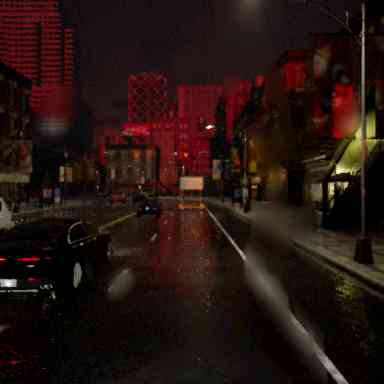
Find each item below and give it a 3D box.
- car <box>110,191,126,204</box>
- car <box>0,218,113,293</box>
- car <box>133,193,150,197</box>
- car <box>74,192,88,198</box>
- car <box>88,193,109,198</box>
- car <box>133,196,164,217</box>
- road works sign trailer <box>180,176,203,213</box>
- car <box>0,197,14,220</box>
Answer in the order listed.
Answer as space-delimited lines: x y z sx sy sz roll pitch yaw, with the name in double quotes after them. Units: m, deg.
-11.674 0.791 52.599 2.150 2.045 5.566 0 0 -14 "car"
-3.417 1.433 8.633 1.837 1.490 4.892 0 0 0 "car"
-8.477 1.035 53.969 1.882 1.535 5.008 0 0 -15 "car"
-29.403 0.795 88.919 4.674 1.452 2.002 0 0 20 "car"
-24.096 0.886 86.757 4.718 1.301 1.895 0 1 30 "car"
-3.444 1.316 28.142 2.033 1.411 5.357 0 0 0 "car"
-0.054 0.189 33.425 2.380 3.560 2.880 0 0 0 "road works sign trailer"
-7.114 1.147 9.113 2.150 2.045 5.566 0 0 0 "car"
